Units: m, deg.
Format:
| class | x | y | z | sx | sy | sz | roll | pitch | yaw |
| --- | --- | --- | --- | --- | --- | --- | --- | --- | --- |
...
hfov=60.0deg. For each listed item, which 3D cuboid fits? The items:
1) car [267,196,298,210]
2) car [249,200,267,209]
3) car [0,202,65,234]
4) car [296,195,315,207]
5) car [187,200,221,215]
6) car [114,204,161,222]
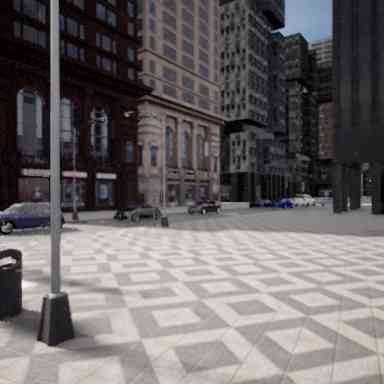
| class | x | y | z | sx | sy | sz | roll | pitch | yaw |
| --- | --- | --- | --- | --- | --- | --- | --- | --- | --- |
| car | 12.760 | 1.663 | 46.793 | 1.882 | 1.535 | 5.008 | 0 | 0 | 35 |
| car | 9.982 | 1.798 | 48.250 | 1.895 | 1.301 | 4.718 | 0 | 0 | 36 |
| car | -10.121 | 1.444 | 20.020 | 2.097 | 1.767 | 4.553 | 0 | 0 | 36 |
| car | 18.653 | 1.434 | 55.161 | 2.150 | 2.045 | 5.566 | 0 | 0 | 36 |
| car | 1.398 | 1.660 | 36.242 | 1.837 | 1.490 | 4.892 | 0 | 0 | 35 |
| car | -4.521 | 1.688 | 27.886 | 1.994 | 1.385 | 4.181 | 0 | 0 | 35 |
